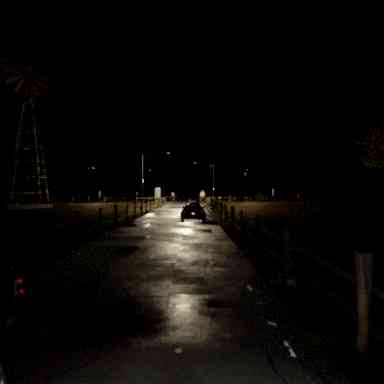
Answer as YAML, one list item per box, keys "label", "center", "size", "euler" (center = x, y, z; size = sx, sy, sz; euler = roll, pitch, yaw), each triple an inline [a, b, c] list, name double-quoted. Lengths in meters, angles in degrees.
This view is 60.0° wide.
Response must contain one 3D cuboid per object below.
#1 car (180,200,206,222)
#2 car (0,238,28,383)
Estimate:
- label: "car"
  center: [0.088, 1.609, 27.035]
  size: [1.994, 1.385, 4.181]
  euler: [0, 0, 0]
- label: "car"
  center: [-2.849, 1.225, 1.342]
  size: [2.150, 2.045, 5.566]
  euler: [0, 0, 0]
